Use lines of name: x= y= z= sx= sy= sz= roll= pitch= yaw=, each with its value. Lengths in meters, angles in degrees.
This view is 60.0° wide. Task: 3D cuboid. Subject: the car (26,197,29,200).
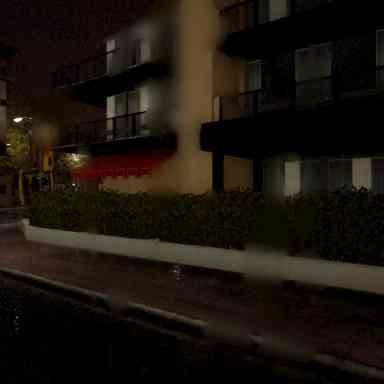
car: x=-36.115 y=1.481 z=67.977 sx=4.892 sy=1.521 sz=2.231 roll=0 pitch=0 yaw=36
